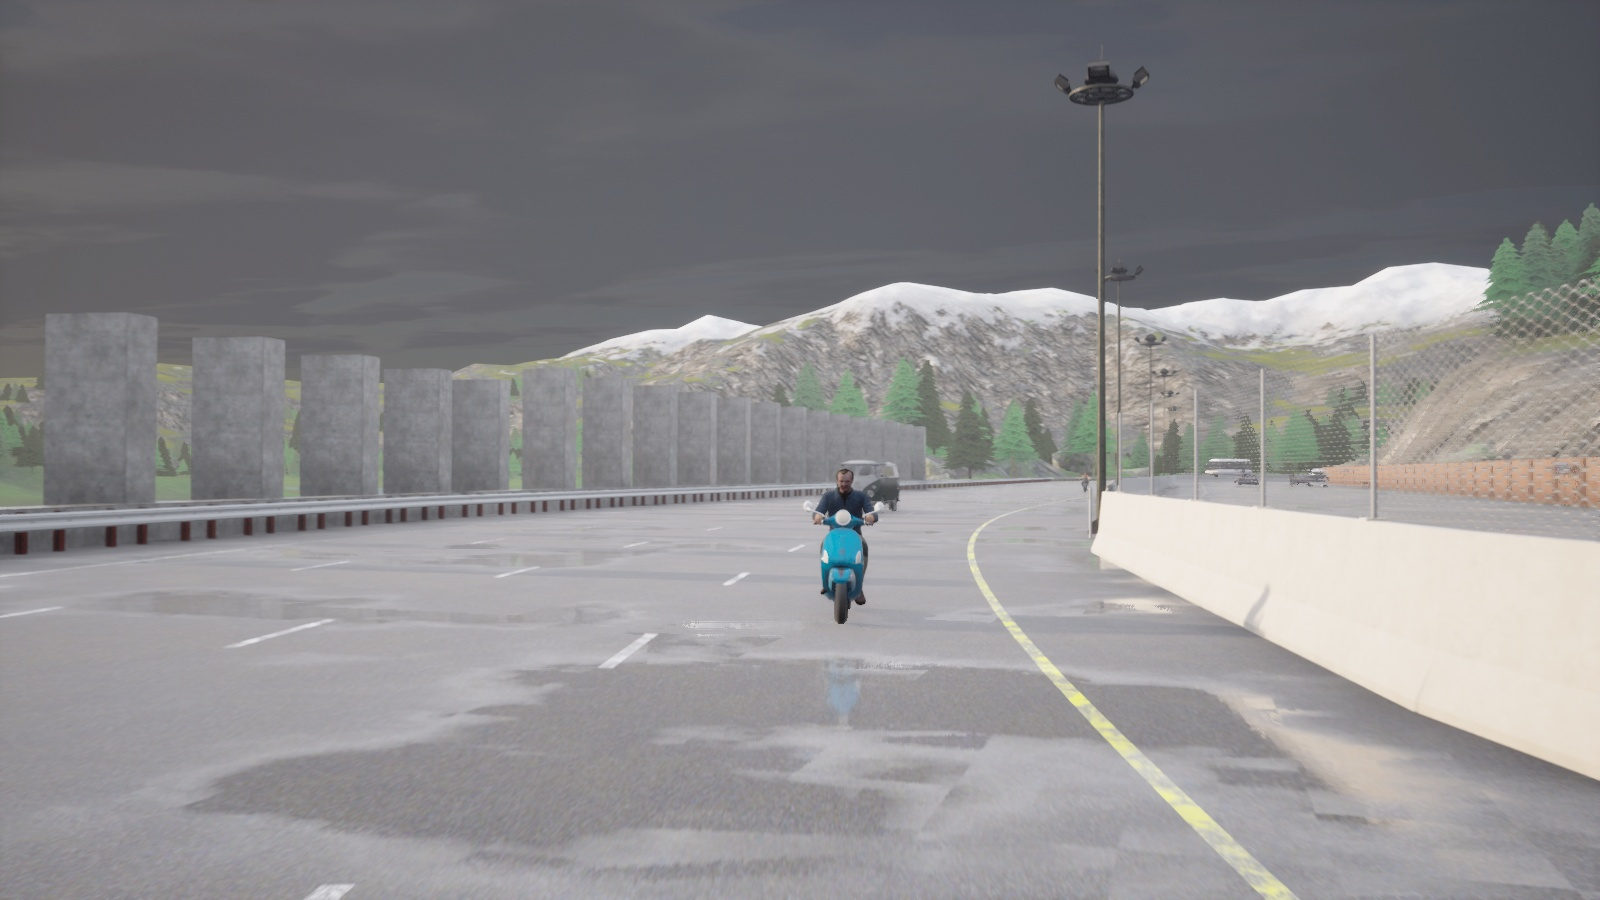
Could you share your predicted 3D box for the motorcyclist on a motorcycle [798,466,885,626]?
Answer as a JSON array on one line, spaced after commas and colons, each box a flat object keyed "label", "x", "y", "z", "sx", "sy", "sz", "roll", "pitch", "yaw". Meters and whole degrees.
[{"label": "motorcyclist on a motorcycle", "x": 0.474, "y": 0.990, "z": 13.434, "sx": 0.866, "sy": 1.590, "sz": 1.817, "roll": 0, "pitch": -2, "yaw": 4}]

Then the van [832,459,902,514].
[{"label": "van", "x": 2.587, "y": 1.357, "z": 47.733, "sx": 1.775, "sy": 1.987, "sz": 4.442, "roll": -1, "pitch": -1, "yaw": 15}]
